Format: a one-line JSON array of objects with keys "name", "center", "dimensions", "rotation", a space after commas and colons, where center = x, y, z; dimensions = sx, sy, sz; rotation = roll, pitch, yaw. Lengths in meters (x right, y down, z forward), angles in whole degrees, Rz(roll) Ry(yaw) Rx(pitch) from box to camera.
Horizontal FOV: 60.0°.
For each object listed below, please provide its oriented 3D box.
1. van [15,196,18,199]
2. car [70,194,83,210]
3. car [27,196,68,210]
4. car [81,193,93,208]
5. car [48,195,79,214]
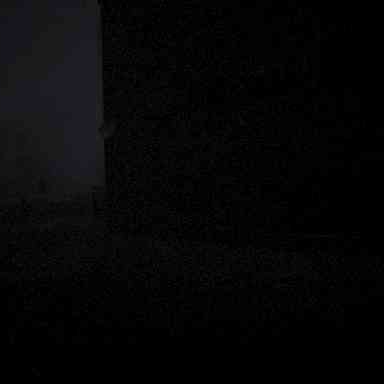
[{"name": "van", "center": [-20.727, 1.435, 42.872], "dimensions": [4.442, 1.987, 1.878], "rotation": [-2, 2, 23]}, {"name": "car", "center": [-18.667, 1.400, 48.069], "dimensions": [4.674, 1.452, 2.002], "rotation": [-2, 2, 23]}, {"name": "car", "center": [-19.749, 1.516, 45.500], "dimensions": [4.892, 1.521, 2.231], "rotation": [-2, 2, 23]}, {"name": "car", "center": [-17.631, 1.211, 50.523], "dimensions": [4.892, 1.521, 2.231], "rotation": [-2, 2, 23]}, {"name": "car", "center": [-15.201, 1.565, 36.211], "dimensions": [2.128, 1.511, 4.902], "rotation": [-2, 1, 22]}]
